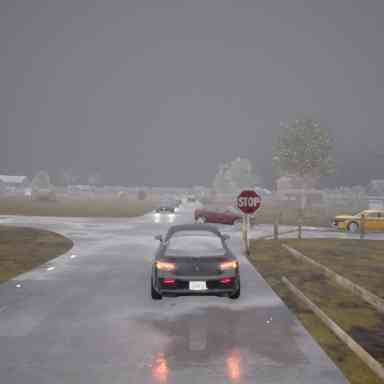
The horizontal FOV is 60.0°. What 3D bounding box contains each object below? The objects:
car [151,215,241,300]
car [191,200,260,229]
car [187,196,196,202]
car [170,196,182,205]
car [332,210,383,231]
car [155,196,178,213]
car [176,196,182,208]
[{"bbox_3d":[0.030,1.528,8.309,1.812,1.442,4.674,0,0,-2],"label":"car"},{"bbox_3d":[2.371,1.626,23.142,5.008,1.535,1.882,2,0,41],"label":"car"},{"bbox_3d":[-0.152,1.557,75.174,1.882,1.535,5.008,0,0,0],"label":"car"},{"bbox_3d":[-2.946,1.533,61.679,1.882,1.535,5.008,0,0,0],"label":"car"},{"bbox_3d":[12.566,2.030,23.627,5.008,1.535,1.882,2,0,-2],"label":"car"},{"bbox_3d":[-2.926,1.529,37.183,1.837,1.490,4.892,0,0,0],"label":"car"},{"bbox_3d":[-2.943,1.599,48.926,1.994,1.385,4.181,0,0,0],"label":"car"}]
